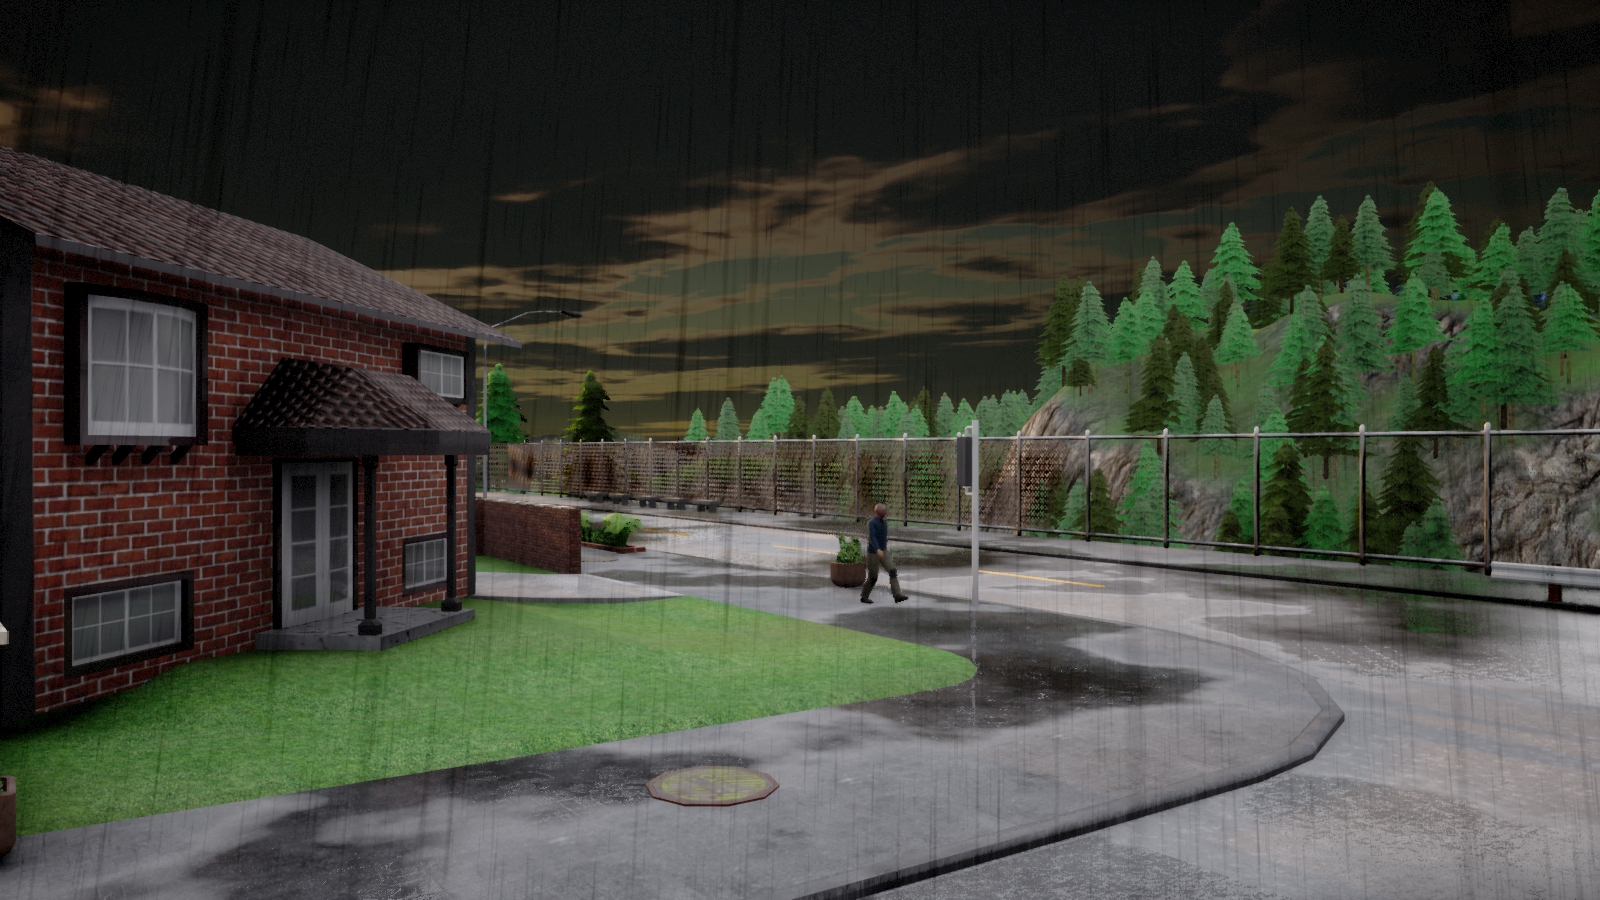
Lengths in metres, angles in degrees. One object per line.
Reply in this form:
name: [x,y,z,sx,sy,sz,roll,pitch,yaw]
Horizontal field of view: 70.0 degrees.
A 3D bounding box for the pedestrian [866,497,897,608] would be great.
pedestrian: [1.396,1.745,19.620,0.375,1.860,0.375,0,0,-44]
